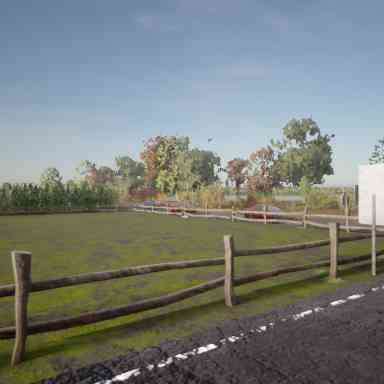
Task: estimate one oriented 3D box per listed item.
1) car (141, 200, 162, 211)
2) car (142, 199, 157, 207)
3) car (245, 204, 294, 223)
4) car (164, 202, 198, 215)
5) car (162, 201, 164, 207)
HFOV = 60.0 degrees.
[{"bbox_3d":[-6.495,2.180,50.719,1.994,1.385,4.181,0,0,-21],"label":"car"},{"bbox_3d":[-8.616,2.276,67.427,2.128,1.511,4.902,0,-1,-19],"label":"car"},{"bbox_3d":[6.597,1.808,28.853,1.812,1.442,4.674,-1,0,-35],"label":"car"},{"bbox_3d":[-1.108,1.949,40.372,1.882,1.535,5.008,-1,-1,-31],"label":"car"},{"bbox_3d":[-5.717,2.195,57.632,1.812,1.442,4.674,0,-1,-17],"label":"car"}]
